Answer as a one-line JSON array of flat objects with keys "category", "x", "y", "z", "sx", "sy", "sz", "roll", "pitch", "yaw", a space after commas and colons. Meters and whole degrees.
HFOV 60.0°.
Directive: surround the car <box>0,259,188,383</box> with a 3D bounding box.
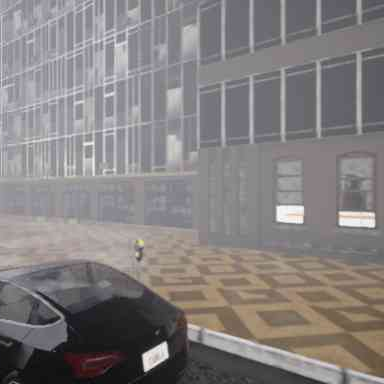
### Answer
[{"category": "car", "x": -2.030, "y": 1.577, "z": 4.326, "sx": 4.313, "sy": 1.339, "sz": 1.947, "roll": 0, "pitch": 0, "yaw": 36}]
